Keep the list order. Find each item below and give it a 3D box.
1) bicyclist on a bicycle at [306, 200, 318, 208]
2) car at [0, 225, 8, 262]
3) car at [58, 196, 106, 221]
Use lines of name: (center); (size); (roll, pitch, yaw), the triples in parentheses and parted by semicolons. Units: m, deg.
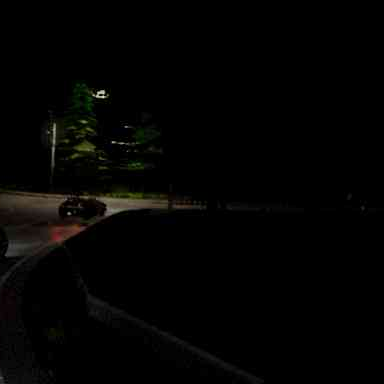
bicyclist on a bicycle: (12.174, 1.560, 33.413); (0.582, 1.620, 1.656); (3, 35, -30)
car: (-6.363, 1.251, 8.739); (2.097, 1.767, 4.553); (3, 0, -19)
car: (-7.414, 1.026, 22.953); (2.128, 1.511, 4.902); (4, 3, 3)
